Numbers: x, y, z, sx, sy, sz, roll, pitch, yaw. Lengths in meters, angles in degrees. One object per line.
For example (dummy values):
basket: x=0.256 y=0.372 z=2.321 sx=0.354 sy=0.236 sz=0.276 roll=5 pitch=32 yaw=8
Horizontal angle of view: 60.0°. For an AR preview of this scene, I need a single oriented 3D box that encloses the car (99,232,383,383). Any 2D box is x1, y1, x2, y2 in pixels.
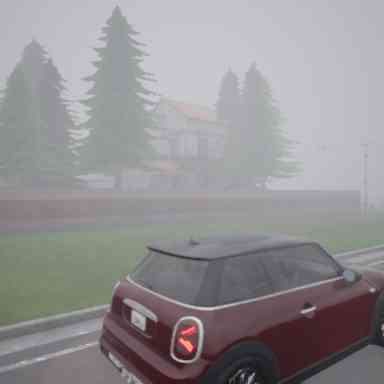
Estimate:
car: x=1.132 y=1.376 z=4.804 sx=4.553 sy=1.767 sz=2.097 roll=0 pitch=0 yaw=-37
